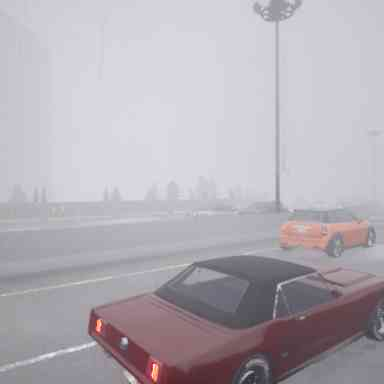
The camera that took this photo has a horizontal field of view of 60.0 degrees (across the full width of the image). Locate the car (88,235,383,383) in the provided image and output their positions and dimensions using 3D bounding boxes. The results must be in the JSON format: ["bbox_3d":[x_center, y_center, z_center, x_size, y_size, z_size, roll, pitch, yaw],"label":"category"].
[{"bbox_3d":[1.118,1.613,4.807,4.718,1.301,1.895,0,0,-38],"label":"car"}]

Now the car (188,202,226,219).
[{"bbox_3d":[2.174,1.666,24.776,1.895,1.301,4.718,0,0,43],"label":"car"}]

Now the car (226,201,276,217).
[{"bbox_3d":[4.710,1.406,22.459,2.097,1.767,4.553,0,0,43],"label":"car"}]

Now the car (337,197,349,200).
[{"bbox_3d":[25.696,1.630,56.657,1.812,1.442,4.674,0,0,20],"label":"car"}]

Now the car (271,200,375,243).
[{"bbox_3d":[5.426,1.378,13.116,4.553,1.767,2.097,0,0,-42],"label":"car"}]

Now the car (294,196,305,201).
[{"bbox_3d":[21.140,1.638,65.421,1.837,1.490,4.892,0,0,15],"label":"car"}]

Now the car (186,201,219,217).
[{"bbox_3d":[1.542,1.571,29.313,2.128,1.511,4.902,0,0,42],"label":"car"}]

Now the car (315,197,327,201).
[{"bbox_3d":[22.982,1.596,59.547,1.882,1.535,5.008,0,0,19],"label":"car"}]
